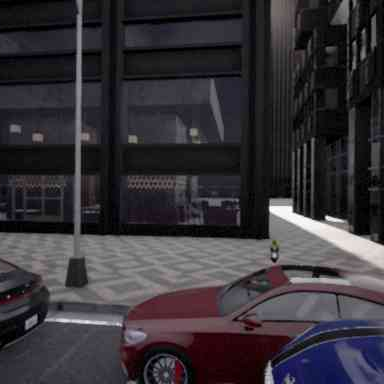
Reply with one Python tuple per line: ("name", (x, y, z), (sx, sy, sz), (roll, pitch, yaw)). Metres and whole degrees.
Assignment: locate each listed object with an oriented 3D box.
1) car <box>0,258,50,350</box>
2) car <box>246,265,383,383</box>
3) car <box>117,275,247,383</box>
("car", (-4.375, 1.539, 4.875), (4.403, 1.369, 2.008), (0, 0, 8))
("car", (2.697, 1.381, 2.038), (4.553, 1.767, 2.097), (0, 0, 8))
("car", (1.209, 1.608, 4.117), (4.206, 1.307, 1.802), (0, 0, 8))
